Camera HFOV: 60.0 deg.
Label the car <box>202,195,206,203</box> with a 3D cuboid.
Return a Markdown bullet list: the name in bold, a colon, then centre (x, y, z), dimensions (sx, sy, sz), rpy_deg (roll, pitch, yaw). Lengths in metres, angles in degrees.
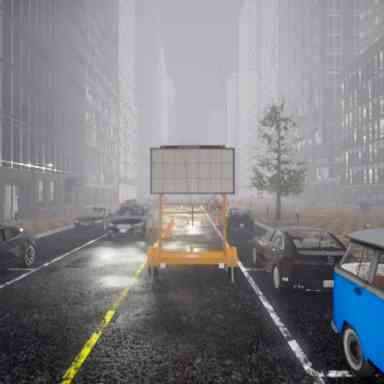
- **car**: centre (2.665, 1.443, 42.784), dimensions (1.967, 1.590, 4.097), rpy_deg (0, 0, 0)

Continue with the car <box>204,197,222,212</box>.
- **car**: centre (2.669, 1.553, 37.096), dimensions (2.008, 1.369, 4.403), rpy_deg (0, 0, 0)

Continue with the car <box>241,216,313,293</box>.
- **car**: centre (2.689, 1.551, 8.652), dimensions (2.008, 1.369, 4.403), rpy_deg (0, 0, 0)

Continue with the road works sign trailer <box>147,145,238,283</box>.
- **road works sign trailer**: centre (0.016, 0.464, 9.613), dimensions (2.380, 3.560, 2.880), rpy_deg (0, 0, 0)

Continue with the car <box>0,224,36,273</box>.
- **car**: centre (-5.691, 1.566, 8.667), dimensions (1.947, 1.339, 4.313), rpy_deg (0, 0, 0)

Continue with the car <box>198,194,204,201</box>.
- **car**: centre (2.653, 1.557, 59.852), dimensions (2.008, 1.369, 4.403), rpy_deg (0, 0, 0)

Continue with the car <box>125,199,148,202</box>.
- **car**: centre (-5.706, 1.441, 31.423), dimensions (1.967, 1.590, 4.097), rpy_deg (0, 0, 0)

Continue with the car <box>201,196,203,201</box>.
- **car**: centre (2.661, 1.549, 48.474), dimensions (1.887, 1.381, 4.507), rpy_deg (0, 0, 0)

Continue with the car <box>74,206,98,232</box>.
- **car**: centre (-5.699, 1.551, 20.044), dimensions (2.008, 1.369, 4.403), rpy_deg (0, 0, 0)

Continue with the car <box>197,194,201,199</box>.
- **car**: centre (2.641, 1.579, 76.918), dimensions (1.947, 1.339, 4.313), rpy_deg (0, 0, 0)

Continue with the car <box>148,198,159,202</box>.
- **car**: centre (-5.716, 1.554, 42.801), dimensions (2.008, 1.369, 4.403), rpy_deg (0, 0, 0)

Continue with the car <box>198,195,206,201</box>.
- **car**: centre (2.633, 1.544, 88.466), dimensions (1.752, 1.417, 4.829), rpy_deg (0, 0, 0)

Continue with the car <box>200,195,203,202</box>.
- **car**: centre (2.657, 1.587, 54.163), dimensions (1.802, 1.307, 4.206), rpy_deg (0, 0, 0)

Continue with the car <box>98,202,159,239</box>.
- **car**: centre (-3.113, 1.491, 17.569), dimensions (2.128, 1.511, 4.902), rpy_deg (0, 0, 0)

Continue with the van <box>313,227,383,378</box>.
- **van**: centre (2.695, 1.341, 2.963), dimensions (1.690, 1.788, 3.998), rpy_deg (0, 0, 0)

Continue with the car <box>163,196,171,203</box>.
- **car**: centre (-5.731, 1.553, 65.558), dimensions (1.887, 1.381, 4.507), rpy_deg (0, 0, 0)

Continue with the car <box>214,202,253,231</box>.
- **car**: centre (2.681, 1.551, 20.029), dimensions (2.008, 1.369, 4.403), rpy_deg (0, 0, 0)
